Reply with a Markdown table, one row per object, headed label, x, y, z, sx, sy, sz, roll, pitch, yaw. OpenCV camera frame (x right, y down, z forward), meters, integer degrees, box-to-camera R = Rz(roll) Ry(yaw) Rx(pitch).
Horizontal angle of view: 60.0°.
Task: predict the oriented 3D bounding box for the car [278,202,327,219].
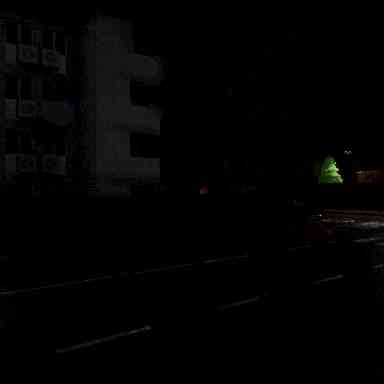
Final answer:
| label | x | y | z | sx | sy | sz | roll | pitch | yaw |
| --- | --- | --- | --- | --- | --- | --- | --- | --- | --- |
| car | 9.154 | 1.584 | 28.770 | 1.895 | 1.301 | 4.718 | 0 | 0 | -35 |

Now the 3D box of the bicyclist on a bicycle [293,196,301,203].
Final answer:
| label | x | y | z | sx | sy | sz | roll | pitch | yaw |
| --- | --- | --- | --- | --- | --- | --- | --- | --- | --- |
| bicyclist on a bicycle | 12.514 | 1.286 | 39.540 | 1.656 | 1.620 | 0.582 | 0 | 0 | -36 |
